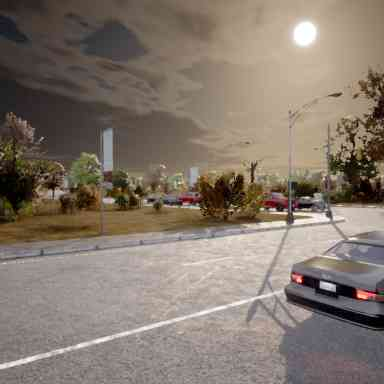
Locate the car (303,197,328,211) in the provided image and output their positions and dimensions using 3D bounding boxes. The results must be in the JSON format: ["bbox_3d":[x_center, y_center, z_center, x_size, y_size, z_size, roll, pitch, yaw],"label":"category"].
[{"bbox_3d":[12.744,1.305,36.844,2.128,1.511,4.902,-1,0,-39],"label":"car"}]

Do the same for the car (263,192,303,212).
[{"bbox_3d":[8.750,1.059,36.252,2.150,2.045,5.566,-1,0,-37],"label":"car"}]

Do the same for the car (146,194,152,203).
[{"bbox_3d":[-6.413,1.176,60.631,2.097,1.767,4.553,-1,0,-38],"label":"car"}]

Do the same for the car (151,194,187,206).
[{"bbox_3d":[-3.605,1.393,51.519,2.033,1.411,5.357,-1,0,-39],"label":"car"}]

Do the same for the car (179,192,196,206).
[{"bbox_3d":[-0.081,1.042,52.723,2.150,2.045,5.566,-1,0,-39],"label":"car"}]

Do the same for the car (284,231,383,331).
[{"bbox_3d":[4.176,1.528,6.746,5.357,1.411,2.033,0,0,-36],"label":"car"}]

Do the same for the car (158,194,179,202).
[{"bbox_3d":[-4.978,1.255,70.227,1.882,1.535,5.008,-1,0,-39],"label":"car"}]
